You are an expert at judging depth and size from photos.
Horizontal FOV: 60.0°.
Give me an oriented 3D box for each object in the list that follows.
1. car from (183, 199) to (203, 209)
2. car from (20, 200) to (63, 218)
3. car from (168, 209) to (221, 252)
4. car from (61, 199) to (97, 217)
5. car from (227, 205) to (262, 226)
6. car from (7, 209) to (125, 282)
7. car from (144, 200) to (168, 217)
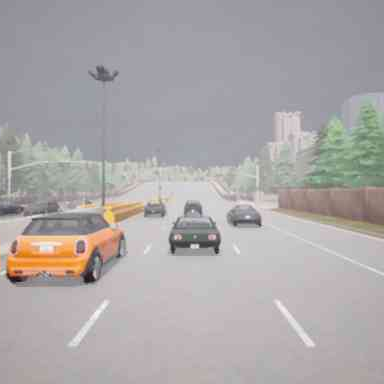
[{"bbox_3d":[0.102,1.532,33.901,1.837,1.490,4.892,0,0,0],"label":"car"},{"bbox_3d":[-13.998,1.556,31.332,1.837,1.490,4.892,0,0,0],"label":"car"},{"bbox_3d":[0.100,1.612,13.834,1.895,1.301,4.718,0,0,0],"label":"car"},{"bbox_3d":[-10.498,1.466,31.359,1.812,1.442,4.674,0,0,0],"label":"car"},{"bbox_3d":[3.602,1.584,23.445,1.994,1.385,4.181,0,0,0],"label":"car"},{"bbox_3d":[-3.400,1.359,9.894,2.097,1.767,4.553,0,0,0],"label":"car"},{"bbox_3d":[-3.399,1.516,31.739,2.128,1.511,4.902,0,0,0],"label":"car"}]
